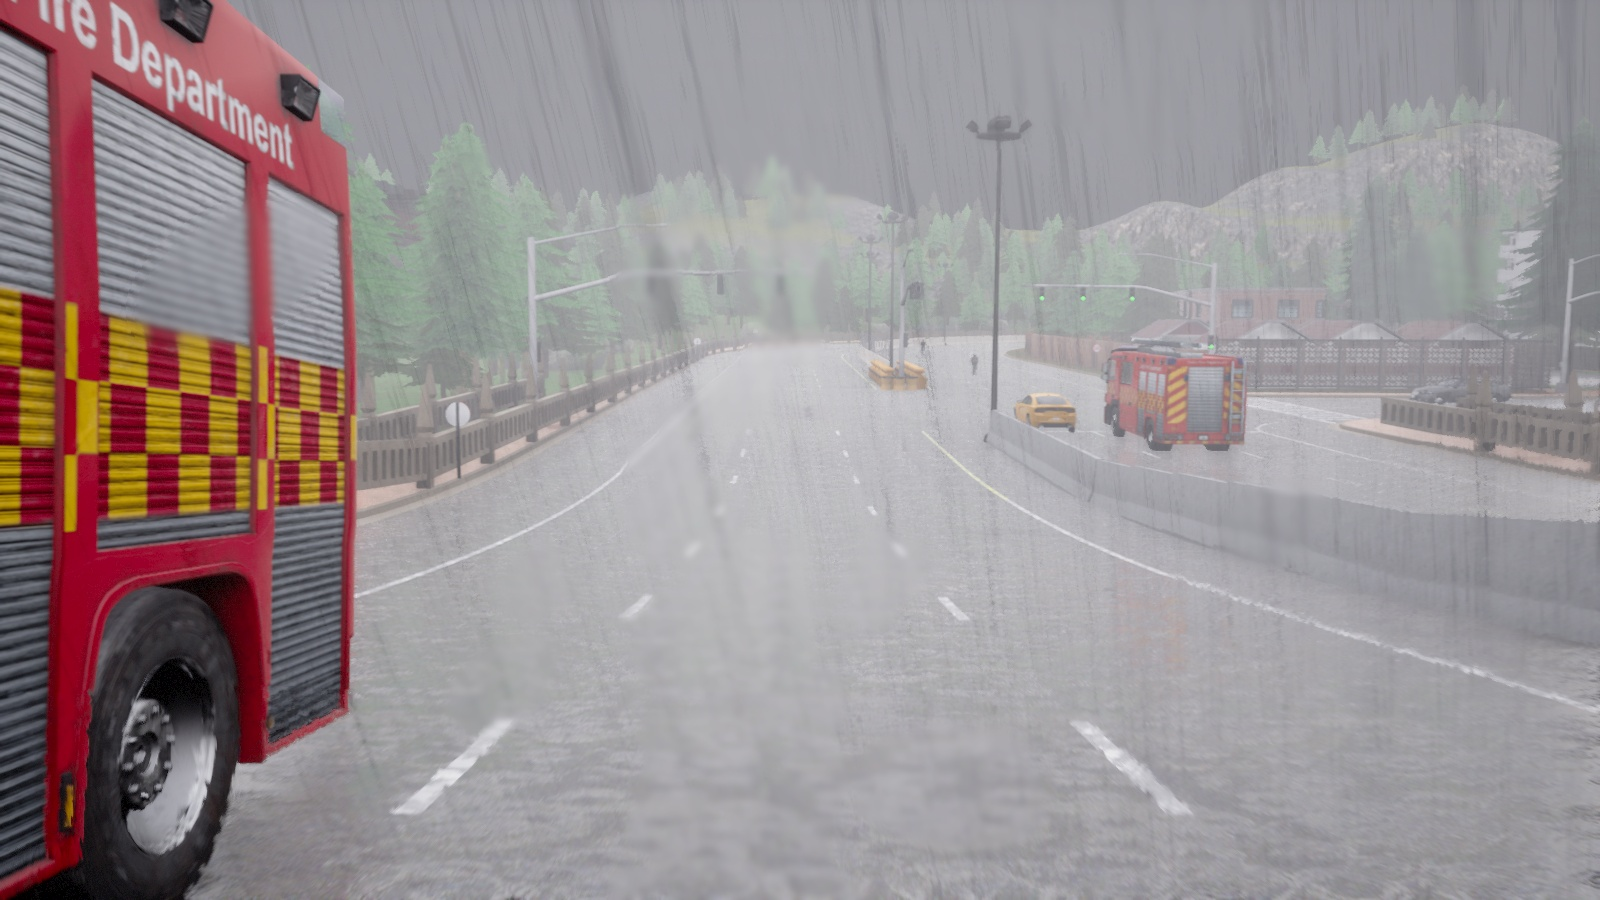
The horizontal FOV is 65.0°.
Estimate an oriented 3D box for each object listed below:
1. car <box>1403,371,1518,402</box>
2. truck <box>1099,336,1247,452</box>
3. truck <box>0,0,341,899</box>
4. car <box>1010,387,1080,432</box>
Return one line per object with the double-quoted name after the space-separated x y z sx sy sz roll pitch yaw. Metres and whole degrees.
34.951 -3.379 66.524 4.902 1.511 2.128 0 6 1 "car"
13.782 -2.296 47.241 2.891 3.827 8.468 0 6 0 "truck"
-3.508 -0.301 1.421 2.891 3.827 8.468 0 -1 0 "truck"
10.239 -1.753 52.862 1.882 1.535 5.008 0 6 0 "car"
